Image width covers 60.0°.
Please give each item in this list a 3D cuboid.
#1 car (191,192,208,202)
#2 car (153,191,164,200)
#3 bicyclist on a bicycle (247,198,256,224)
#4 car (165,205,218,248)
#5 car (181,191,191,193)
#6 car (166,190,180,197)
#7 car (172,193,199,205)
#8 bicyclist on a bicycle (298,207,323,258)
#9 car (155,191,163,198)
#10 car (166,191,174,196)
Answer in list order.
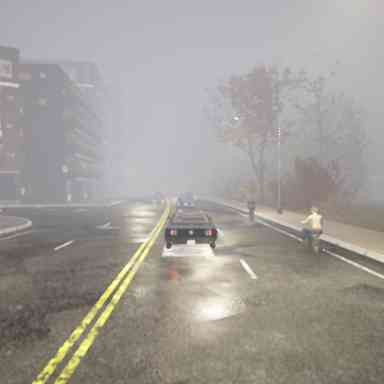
[{"bbox_3d":[1.298,0.939,52.039,1.895,1.301,4.718,0,1,-4],"label":"car"},{"bbox_3d":[-6.227,0.733,62.612,1.812,1.442,4.674,0,1,-5],"label":"car"},{"bbox_3d":[3.773,1.186,21.065,0.582,1.620,1.656,0,0,-2],"label":"bicyclist on a bicycle"},{"bbox_3d":[-0.077,1.427,13.835,1.895,1.301,4.718,0,1,-1],"label":"car"},{"bbox_3d":[-0.822,0.573,74.069,1.812,1.442,4.674,0,1,-6],"label":"car"},{"bbox_3d":[-4.713,0.332,79.579,2.097,1.767,4.553,0,1,-7],"label":"car"},{"bbox_3d":[-0.717,1.141,32.297,2.033,1.411,5.357,0,1,-3],"label":"car"},{"bbox_3d":[4.047,1.294,11.138,0.866,1.612,1.509,0,1,-1],"label":"bicyclist on a bicycle"},{"bbox_3d":[-7.878,0.511,78.669,1.812,1.442,4.674,0,1,-6],"label":"car"},{"bbox_3d":[-5.962,0.343,89.611,1.895,1.301,4.718,0,1,-8],"label":"car"}]
